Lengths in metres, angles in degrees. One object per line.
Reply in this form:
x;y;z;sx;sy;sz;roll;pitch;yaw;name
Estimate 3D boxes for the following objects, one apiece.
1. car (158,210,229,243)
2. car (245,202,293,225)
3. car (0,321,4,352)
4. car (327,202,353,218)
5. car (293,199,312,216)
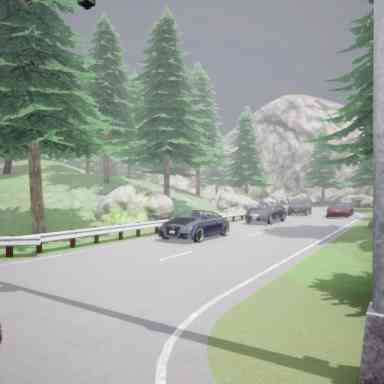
0.198;1.582;16.418;1.994;1.385;4.181;0;0;33;car
5.581;1.517;24.780;2.128;1.511;4.902;0;0;33;car
-4.307;1.527;2.762;1.882;1.535;5.008;0;-1;33;car
13.977;1.661;31.373;1.994;1.385;4.181;0;-1;30;car
10.891;1.538;33.510;1.837;1.490;4.892;0;0;26;car
